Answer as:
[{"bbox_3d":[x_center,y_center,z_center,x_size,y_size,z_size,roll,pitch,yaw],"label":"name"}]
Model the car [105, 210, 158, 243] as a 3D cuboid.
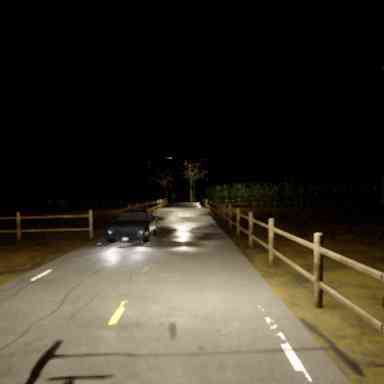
[{"bbox_3d":[-2.809,1.619,16.661,2.033,1.411,5.357,0,0,0],"label":"car"}]
